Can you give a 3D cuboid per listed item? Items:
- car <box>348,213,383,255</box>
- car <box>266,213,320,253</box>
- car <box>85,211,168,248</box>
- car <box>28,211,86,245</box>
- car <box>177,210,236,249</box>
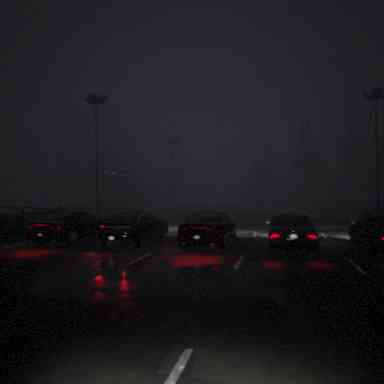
[{"bbox_3d":[7.457,1.498,12.822,2.033,1.411,5.357,-1,0,15],"label":"car"},{"bbox_3d":[4.071,1.563,13.704,2.033,1.411,5.357,-1,0,15],"label":"car"},{"bbox_3d":[-2.625,1.638,15.760,2.128,1.511,4.902,-1,0,15],"label":"car"},{"bbox_3d":[-5.963,1.689,16.822,1.882,1.535,5.008,-1,0,15],"label":"car"},{"bbox_3d":[0.809,1.559,15.053,1.882,1.535,5.008,-1,0,15],"label":"car"}]
